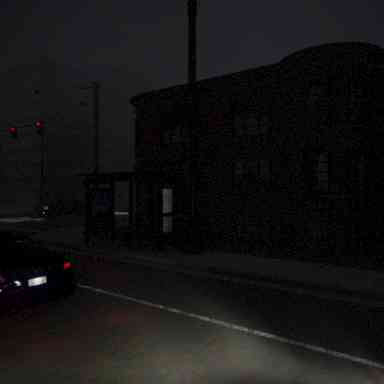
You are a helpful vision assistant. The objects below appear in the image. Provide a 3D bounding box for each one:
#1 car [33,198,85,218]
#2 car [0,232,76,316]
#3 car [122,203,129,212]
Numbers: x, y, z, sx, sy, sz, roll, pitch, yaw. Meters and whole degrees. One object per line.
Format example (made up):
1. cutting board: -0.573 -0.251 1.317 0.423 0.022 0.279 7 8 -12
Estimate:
1. car: -11.995 1.352 30.298 2.097 1.767 4.553 0 0 36
2. car: -4.386 1.564 7.130 4.181 1.385 1.994 0 0 36
3. car: -6.044 1.526 38.613 1.812 1.442 4.674 0 0 36
